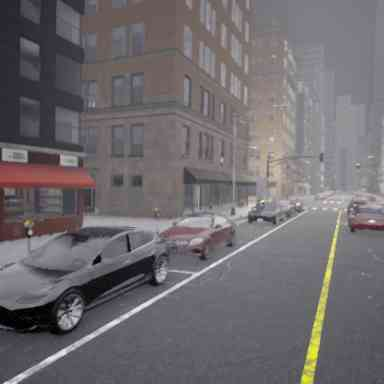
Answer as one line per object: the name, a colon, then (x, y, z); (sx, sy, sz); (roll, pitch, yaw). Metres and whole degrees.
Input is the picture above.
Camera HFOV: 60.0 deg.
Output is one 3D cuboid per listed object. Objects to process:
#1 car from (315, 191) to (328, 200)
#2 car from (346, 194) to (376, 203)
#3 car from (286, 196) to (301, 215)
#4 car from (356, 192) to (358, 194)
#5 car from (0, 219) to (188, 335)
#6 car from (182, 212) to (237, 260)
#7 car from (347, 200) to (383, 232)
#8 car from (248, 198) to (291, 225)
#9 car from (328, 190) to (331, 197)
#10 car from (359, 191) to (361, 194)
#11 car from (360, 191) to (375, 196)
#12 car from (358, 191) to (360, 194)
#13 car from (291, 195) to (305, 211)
car: (25.140, 0.925, 65.267); (1.802, 1.307, 4.206); (1, 1, 25)
car: (14.712, 1.246, 29.134); (1.837, 1.490, 4.892); (1, 1, 25)
car: (7.258, 1.244, 26.599); (1.802, 1.307, 4.206); (1, 1, 25)
car: (41.975, 0.837, 81.312); (1.967, 1.590, 4.097); (1, 1, 25)
car: (-1.962, 1.413, 6.618); (1.947, 1.339, 4.313); (1, 1, 25)
car: (0.343, 1.383, 11.614); (1.802, 1.307, 4.206); (1, 1, 25)
car: (9.699, 1.406, 18.208); (1.994, 1.385, 4.181); (1, 1, 25)
car: (4.954, 1.274, 21.603); (1.947, 1.339, 4.313); (1, 1, 25)
car: (29.690, 0.824, 75.080); (2.008, 1.369, 4.403); (1, 1, 25)
car: (35.221, 1.018, 66.746); (1.752, 1.417, 4.829); (1, 1, 25)
car: (32.876, 0.969, 61.684); (1.967, 1.590, 4.097); (1, 1, 25)
car: (37.424, 1.010, 71.499); (2.008, 1.369, 4.403); (1, 1, 25)
car: (9.565, 1.057, 31.591); (1.967, 1.590, 4.097); (1, 1, 25)
